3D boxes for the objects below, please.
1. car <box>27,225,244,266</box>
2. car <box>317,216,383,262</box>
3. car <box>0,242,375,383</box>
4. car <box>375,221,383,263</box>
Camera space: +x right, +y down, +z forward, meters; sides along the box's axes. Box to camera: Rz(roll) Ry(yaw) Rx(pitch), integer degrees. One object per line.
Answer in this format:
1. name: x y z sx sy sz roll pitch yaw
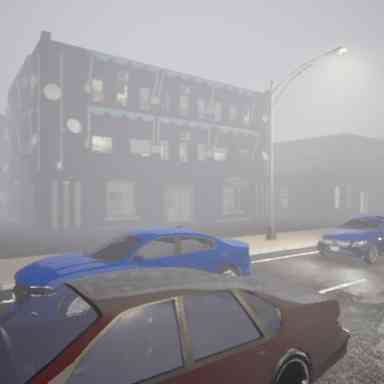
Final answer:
1. car: -0.939 1.508 7.013 5.008 1.535 1.882 1 0 -36
2. car: 6.638 1.642 12.427 4.674 1.442 1.812 1 0 -36
3. car: -0.597 1.560 3.262 5.357 1.411 2.033 1 0 -36
4. car: 7.255 1.593 8.869 4.902 1.511 2.128 1 0 -35
